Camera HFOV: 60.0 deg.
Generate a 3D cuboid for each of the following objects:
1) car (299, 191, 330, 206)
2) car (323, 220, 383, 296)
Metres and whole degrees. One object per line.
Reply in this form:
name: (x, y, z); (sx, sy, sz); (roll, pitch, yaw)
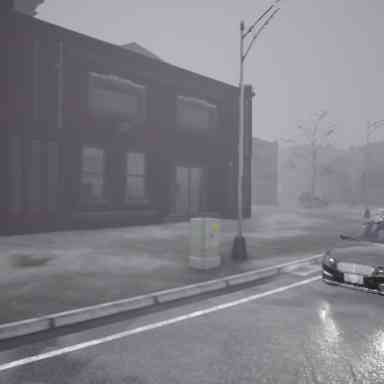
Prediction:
car: (18.313, 0.922, 50.091); (2.150, 2.045, 5.566); (1, 0, -15)
car: (5.084, 1.479, 8.364); (4.902, 1.511, 2.128); (0, 0, -42)
